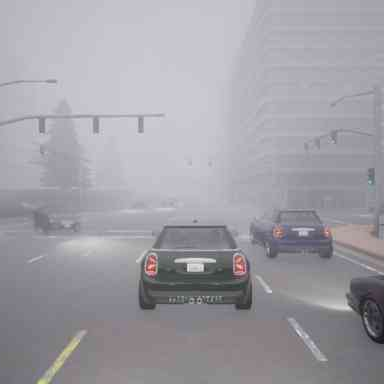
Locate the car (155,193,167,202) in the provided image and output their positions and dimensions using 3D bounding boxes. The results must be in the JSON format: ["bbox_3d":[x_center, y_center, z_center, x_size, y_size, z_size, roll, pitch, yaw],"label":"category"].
[{"bbox_3d":[-7.000,1.225,74.567,2.150,2.045,5.566,0,0,0],"label":"car"}]

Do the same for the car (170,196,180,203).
[{"bbox_3d":[-3.500,1.595,71.100,1.895,1.301,4.718,0,0,0],"label":"car"}]

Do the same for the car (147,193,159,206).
[{"bbox_3d":[-7.089,1.352,54.508,2.097,1.767,4.553,0,0,0],"label":"car"}]

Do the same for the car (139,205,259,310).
[{"bbox_3d":[0.071,1.352,7.988,2.097,1.767,4.553,0,0,0],"label":"car"}]

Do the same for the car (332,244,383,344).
[{"bbox_3d":[3.599,1.547,3.351,2.033,1.411,5.357,0,0,0],"label":"car"}]

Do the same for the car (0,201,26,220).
[{"bbox_3d":[-13.761,1.473,26.617,4.674,1.442,1.812,0,0,0],"label":"car"}]

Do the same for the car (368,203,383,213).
[{"bbox_3d":[19.936,1.492,32.455,5.357,1.411,2.033,0,0,-18],"label":"car"}]

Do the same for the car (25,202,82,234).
[{"bbox_3d":[-7.886,1.479,19.323,2.128,1.511,4.902,1,0,-36],"label":"car"}]

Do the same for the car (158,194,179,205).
[{"bbox_3d":[-3.597,1.491,51.082,2.128,1.511,4.902,0,0,0],"label":"car"}]

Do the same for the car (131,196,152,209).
[{"bbox_3d":[-7.100,1.601,45.613,1.895,1.301,4.718,0,0,0],"label":"car"}]

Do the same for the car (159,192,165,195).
[{"bbox_3d":[-7.048,1.222,63.922,2.150,2.045,5.566,0,0,1],"label":"car"}]

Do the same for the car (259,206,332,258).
[{"bbox_3d":[3.587,1.352,12.827,2.097,1.767,4.553,0,0,0],"label":"car"}]

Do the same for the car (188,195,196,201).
[{"bbox_3d":[0.000,1.525,81.125,2.128,1.511,4.902,0,0,0],"label":"car"}]
